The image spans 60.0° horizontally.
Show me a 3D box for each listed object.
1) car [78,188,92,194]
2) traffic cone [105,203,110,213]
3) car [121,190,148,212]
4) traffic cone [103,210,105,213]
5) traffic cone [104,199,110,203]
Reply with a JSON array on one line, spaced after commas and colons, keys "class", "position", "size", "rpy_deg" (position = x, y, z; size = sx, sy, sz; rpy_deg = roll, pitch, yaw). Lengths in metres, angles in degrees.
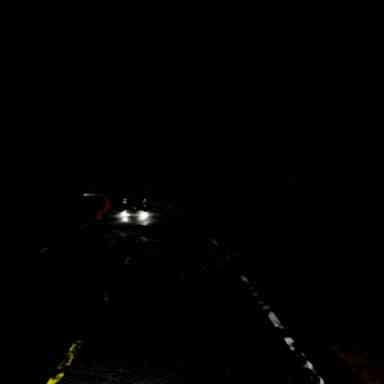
[{"class": "car", "position": [-24.248, -0.262, 75.633], "size": [1.994, 1.385, 4.181], "rpy_deg": [-1, 2, -40]}, {"class": "traffic cone", "position": [-6.791, 1.317, 26.201], "size": [0.340, 0.580, 0.340], "rpy_deg": [0, 1, -11]}, {"class": "car", "position": [-4.970, 0.660, 28.410], "size": [2.097, 1.767, 4.553], "rpy_deg": [0, 1, -12]}, {"class": "traffic cone", "position": [-5.949, 1.434, 21.365], "size": [0.340, 0.580, 0.340], "rpy_deg": [0, 1, -9]}, {"class": "traffic cone", "position": [-7.795, 1.201, 31.005], "size": [0.340, 0.580, 0.340], "rpy_deg": [0, 1, -13]}]
